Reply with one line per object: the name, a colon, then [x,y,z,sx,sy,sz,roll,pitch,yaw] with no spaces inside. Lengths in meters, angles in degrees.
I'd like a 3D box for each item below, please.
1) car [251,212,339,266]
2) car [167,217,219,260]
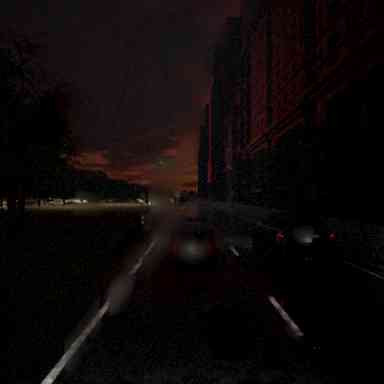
car: [3.540,1.510,12.263,2.097,1.767,4.553,0,-1,1]
car: [0.048,1.694,13.035,1.812,1.442,4.674,0,0,1]
